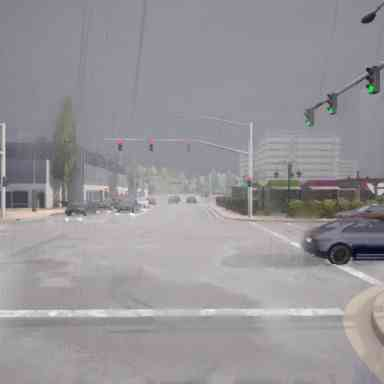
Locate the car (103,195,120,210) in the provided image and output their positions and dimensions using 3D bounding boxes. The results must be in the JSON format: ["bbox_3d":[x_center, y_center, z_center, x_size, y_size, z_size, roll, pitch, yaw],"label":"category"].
[{"bbox_3d":[-10.683,1.505,42.113,1.837,1.490,4.892,0,0,0],"label":"car"}]

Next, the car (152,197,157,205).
[{"bbox_3d":[-7.195,1.564,56.797,1.994,1.385,4.181,0,0,0],"label":"car"}]

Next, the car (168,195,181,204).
[{"bbox_3d":[-3.629,1.547,64.536,2.033,1.411,5.357,0,0,0],"label":"car"}]

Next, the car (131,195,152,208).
[{"bbox_3d":[-7.187,1.526,46.837,1.812,1.442,4.674,0,0,0],"label":"car"}]

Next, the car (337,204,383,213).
[{"bbox_3d":[11.762,1.526,21.899,4.674,1.442,1.812,0,0,1],"label":"car"}]

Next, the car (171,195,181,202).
[{"bbox_3d":[-3.649,1.425,74.809,1.994,1.385,4.181,0,0,0],"label":"car"}]

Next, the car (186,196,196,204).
[{"bbox_3d":[-0.129,1.491,64.543,2.128,1.511,4.902,0,0,0],"label":"car"}]

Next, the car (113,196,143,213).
[{"bbox_3d":[-7.175,1.505,37.651,1.837,1.490,4.892,0,0,0],"label":"car"}]

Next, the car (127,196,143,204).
[{"bbox_3d":[-10.675,1.547,63.019,2.033,1.411,5.357,0,0,1],"label":"car"}]

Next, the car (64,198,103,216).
[{"bbox_3d":[-10.665,1.547,32.557,2.033,1.411,5.357,0,0,0],"label":"car"}]

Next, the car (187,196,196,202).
[{"bbox_3d":[-0.149,1.468,74.848,1.895,1.301,4.718,0,0,0],"label":"car"}]

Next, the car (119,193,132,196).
[{"bbox_3d":[-10.697,1.221,52.718,2.150,2.045,5.566,0,0,0],"label":"car"}]

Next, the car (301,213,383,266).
[{"bbox_3d":[5.866,1.564,11.063,4.181,1.385,1.994,0,0,-1],"label":"car"}]
